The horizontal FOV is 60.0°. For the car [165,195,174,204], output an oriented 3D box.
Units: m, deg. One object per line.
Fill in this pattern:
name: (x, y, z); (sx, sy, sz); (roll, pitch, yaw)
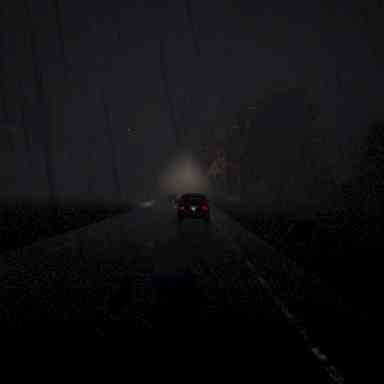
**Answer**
car: (-3.563, 1.296, 56.816); (1.837, 1.490, 4.892); (0, 0, 1)

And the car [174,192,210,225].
car: (0.094, 1.137, 23.676); (2.150, 2.045, 5.566); (0, 0, 0)

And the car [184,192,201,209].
car: (0.092, 1.063, 43.875); (2.150, 2.045, 5.566); (0, 0, 0)
